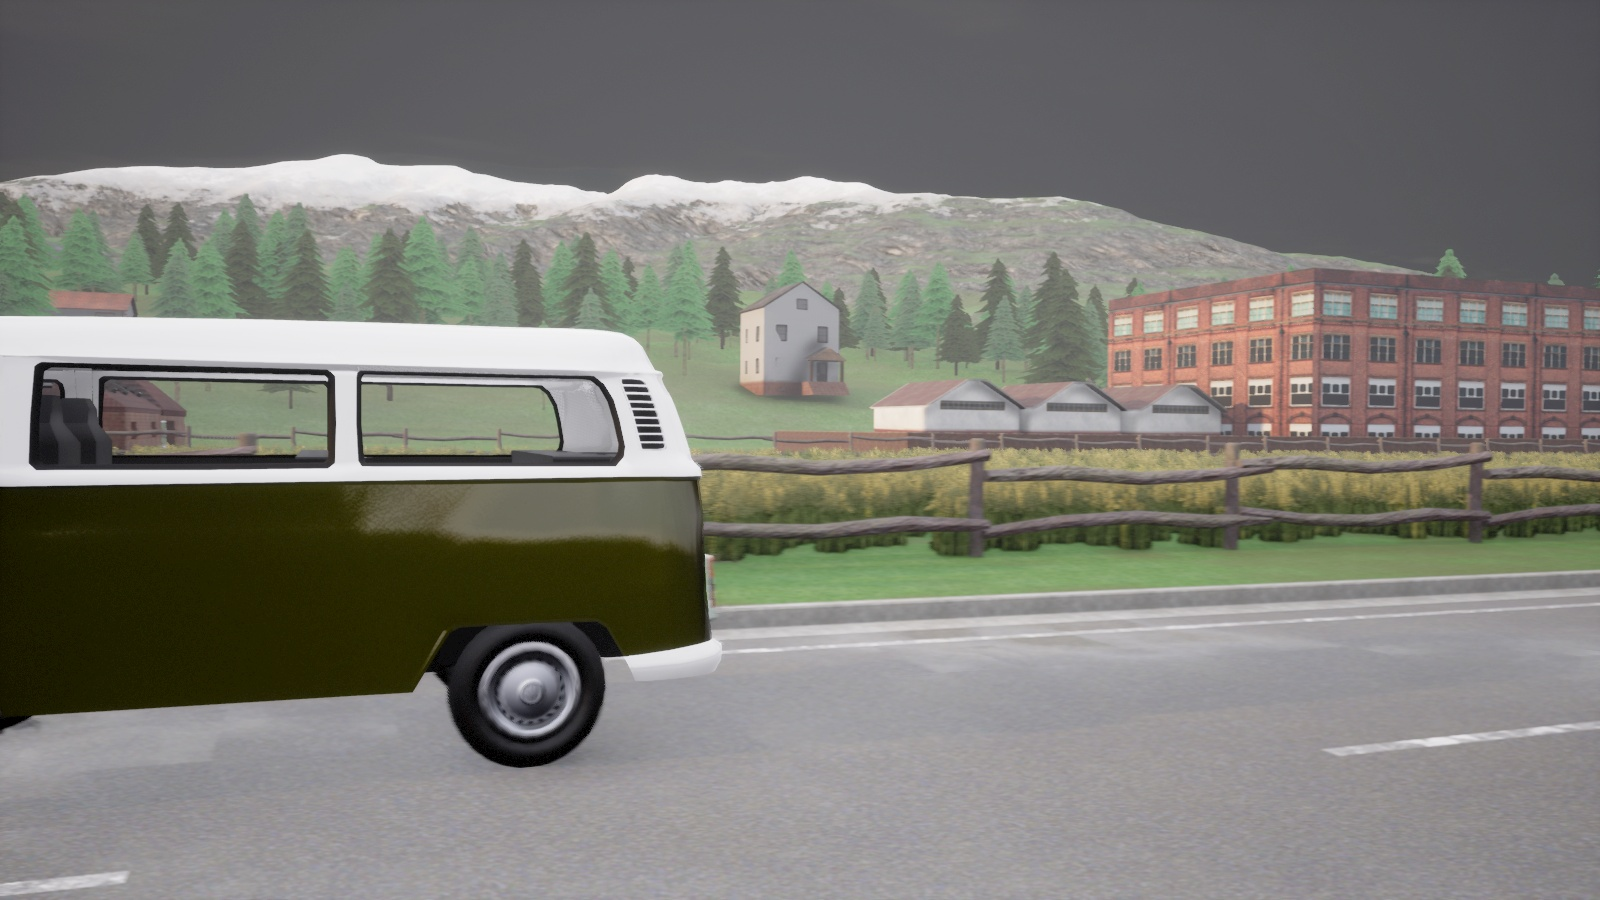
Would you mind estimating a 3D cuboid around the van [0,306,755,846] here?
[{"bbox_3d":[-2.679,0.453,5.962,4.480,2.038,2.069,-1,1,-21],"label":"van"}]
